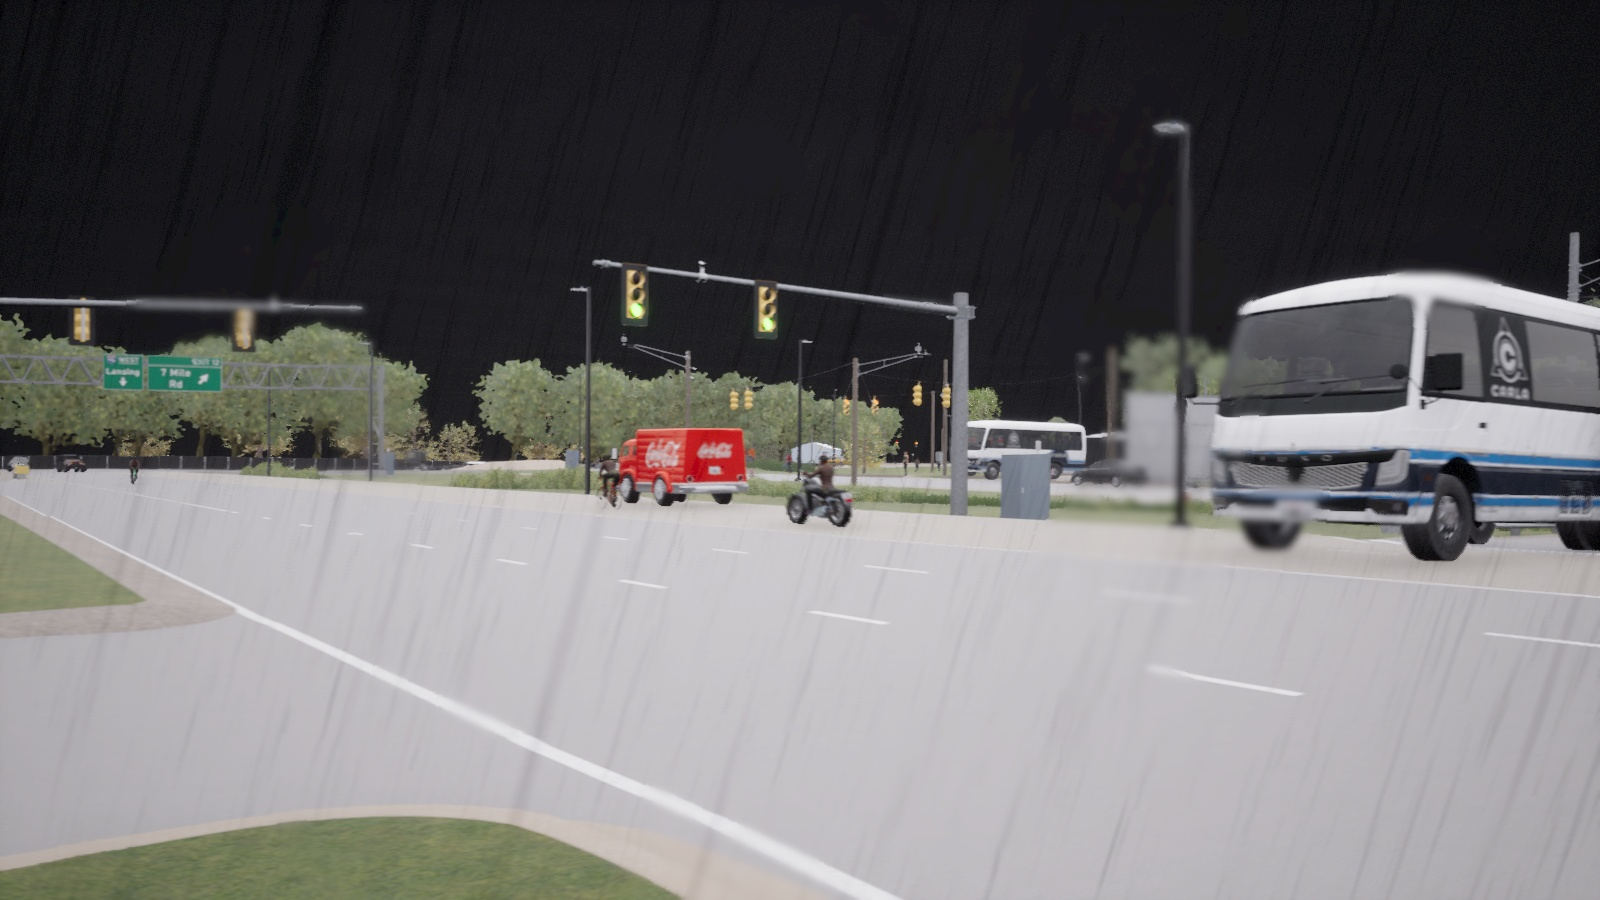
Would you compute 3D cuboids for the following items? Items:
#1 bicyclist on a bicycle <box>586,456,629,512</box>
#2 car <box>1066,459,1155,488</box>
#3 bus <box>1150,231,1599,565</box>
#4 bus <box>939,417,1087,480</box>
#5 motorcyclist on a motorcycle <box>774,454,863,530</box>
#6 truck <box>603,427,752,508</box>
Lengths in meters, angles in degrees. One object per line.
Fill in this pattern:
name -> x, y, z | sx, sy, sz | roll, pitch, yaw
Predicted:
bicyclist on a bicycle -> -5.701, 1.000, 37.203 | 0.582, 1.620, 1.656 | 0, 0, -35
car -> 17.469, 1.292, 70.899 | 1.837, 1.490, 4.892 | 0, 0, -34
bus -> 10.655, -0.502, 20.575 | 10.273, 4.253, 3.944 | 2, -2, -36
bus -> 15.707, -0.072, 92.371 | 10.273, 4.253, 3.944 | 1, 2, -28
motorcyclist on a motorcycle -> 0.383, 0.919, 28.377 | 0.766, 1.649, 2.350 | 0, 0, -35
truck -> -4.100, 0.554, 41.043 | 2.627, 2.467, 5.204 | 0, 0, -35
